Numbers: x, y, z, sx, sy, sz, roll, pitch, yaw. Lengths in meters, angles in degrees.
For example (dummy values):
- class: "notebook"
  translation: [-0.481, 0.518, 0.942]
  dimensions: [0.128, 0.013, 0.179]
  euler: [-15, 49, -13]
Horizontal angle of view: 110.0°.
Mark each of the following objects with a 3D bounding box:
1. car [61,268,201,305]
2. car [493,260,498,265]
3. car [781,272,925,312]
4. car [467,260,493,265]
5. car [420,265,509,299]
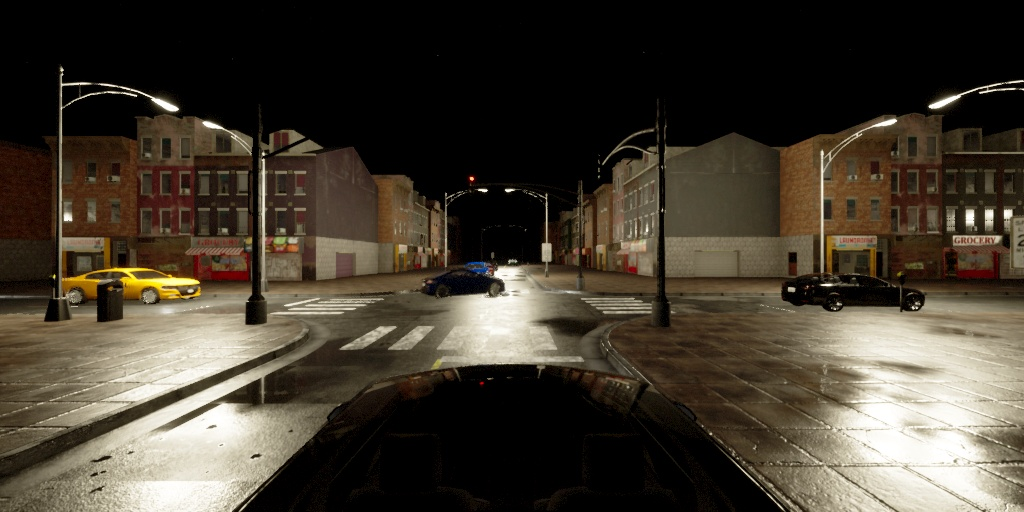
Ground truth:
- class: "car"
  translation: [-16.610, 1.277, 15.752]
  dimensions: [5.008, 1.535, 1.882]
  euler: [0, 0, 0]
- class: "car"
  translation: [-2.832, 1.332, 37.871]
  dimensions: [1.994, 1.385, 4.181]
  euler: [0, 0, 0]
- class: "car"
  translation: [12.359, 1.266, 13.176]
  dimensions: [4.313, 1.339, 1.948]
  euler: [0, 0, 0]
- class: "car"
  translation: [-2.822, 1.238, 27.920]
  dimensions: [1.882, 1.535, 5.008]
  euler: [0, 0, 1]
- class: "car"
  translation: [-2.455, 1.323, 17.999]
  dimensions: [4.181, 1.385, 1.994]
  euler: [0, 0, -29]
